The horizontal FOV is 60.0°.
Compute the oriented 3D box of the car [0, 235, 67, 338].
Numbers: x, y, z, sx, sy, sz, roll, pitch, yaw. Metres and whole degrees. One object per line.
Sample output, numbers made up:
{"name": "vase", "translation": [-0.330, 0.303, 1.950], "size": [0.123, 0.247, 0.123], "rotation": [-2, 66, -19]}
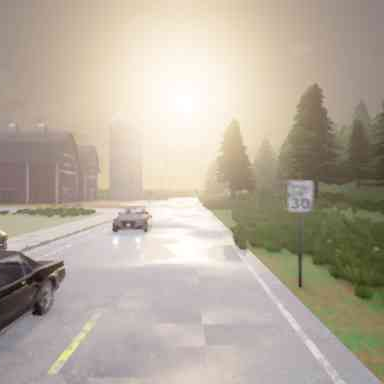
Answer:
{"name": "car", "translation": [-3.592, 1.617, 4.824], "size": [1.895, 1.301, 4.718], "rotation": [0, 0, 0]}

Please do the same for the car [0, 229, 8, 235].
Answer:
{"name": "car", "translation": [-6.468, 1.484, 8.566], "size": [1.816, 1.474, 4.193], "rotation": [6, -1, -2]}

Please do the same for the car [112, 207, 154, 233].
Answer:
{"name": "car", "translation": [-3.494, 1.632, 20.271], "size": [1.994, 1.385, 4.181], "rotation": [0, 0, 0]}
